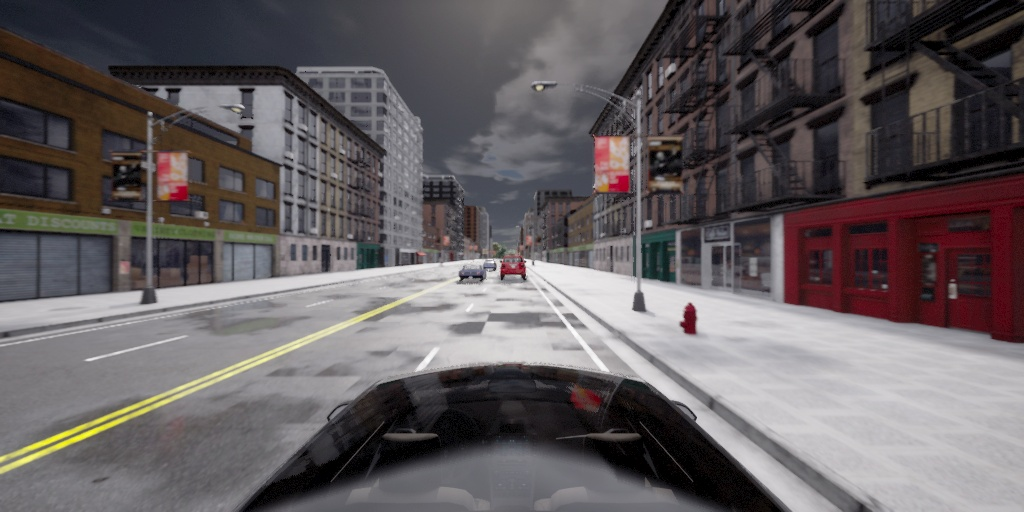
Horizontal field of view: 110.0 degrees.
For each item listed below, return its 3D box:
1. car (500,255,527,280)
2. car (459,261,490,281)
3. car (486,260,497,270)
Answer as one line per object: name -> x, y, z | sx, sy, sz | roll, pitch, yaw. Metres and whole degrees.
car -> 0.100, 0.973, 31.660 | 2.150, 2.045, 5.566 | 0, 0, 0
car -> -3.149, 1.352, 29.622 | 1.895, 1.301, 4.718 | 0, 0, 0
car -> -3.148, 1.302, 51.356 | 2.033, 1.411, 5.357 | 0, 0, 0
